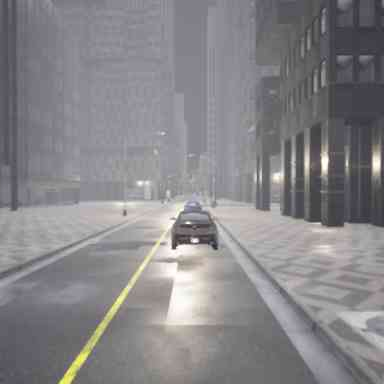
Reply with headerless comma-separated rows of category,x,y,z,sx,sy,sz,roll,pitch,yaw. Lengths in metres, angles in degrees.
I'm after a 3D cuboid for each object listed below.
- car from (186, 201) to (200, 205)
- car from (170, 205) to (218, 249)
car,0.113,1.657,32.784,1.812,1.442,4.674,0,0,0
car,0.105,1.538,14.641,1.837,1.490,4.892,0,0,0
